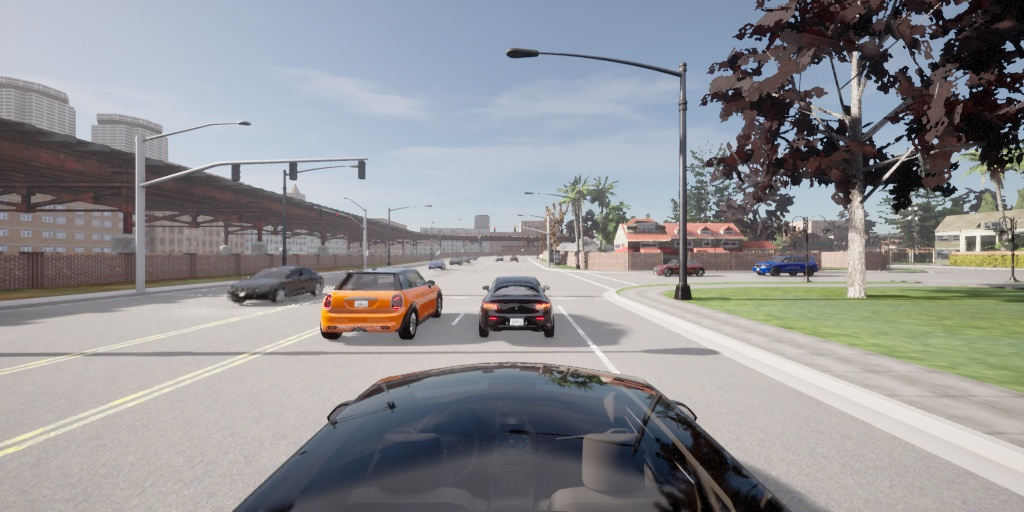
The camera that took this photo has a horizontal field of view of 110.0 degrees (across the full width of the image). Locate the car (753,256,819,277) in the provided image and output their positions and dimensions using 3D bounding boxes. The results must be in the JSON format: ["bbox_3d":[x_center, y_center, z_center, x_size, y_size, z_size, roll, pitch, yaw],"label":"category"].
[{"bbox_3d":[26.938,0.971,35.322,5.566,2.045,2.150,0,0,-2],"label":"car"}]

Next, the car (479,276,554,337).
[{"bbox_3d":[0.122,1.276,10.145,1.812,1.442,4.674,0,0,0],"label":"car"}]

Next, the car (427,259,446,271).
[{"bbox_3d":[-10.103,1.220,48.375,1.812,1.442,4.674,0,0,-4],"label":"car"}]

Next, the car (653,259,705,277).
[{"bbox_3d":[16.275,1.103,35.104,4.553,1.767,2.097,0,0,-1],"label":"car"}]

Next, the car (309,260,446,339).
[{"bbox_3d":[-3.376,1.102,10.198,2.097,1.767,4.553,0,0,1],"label":"car"}]

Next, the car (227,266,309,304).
[{"bbox_3d":[-10.519,1.255,16.398,1.837,1.490,4.892,0,0,0],"label":"car"}]
